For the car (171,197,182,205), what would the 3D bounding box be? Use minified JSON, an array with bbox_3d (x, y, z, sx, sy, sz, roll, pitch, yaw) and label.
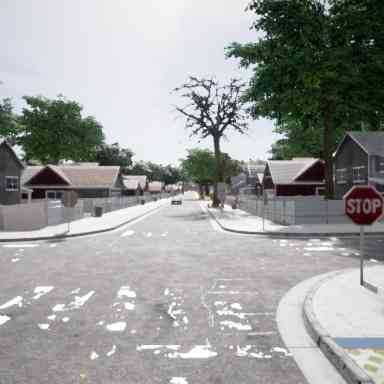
[{"bbox_3d":[-2.766,1.530,60.483,2.033,1.411,5.357,0,0,0],"label":"car"}]
